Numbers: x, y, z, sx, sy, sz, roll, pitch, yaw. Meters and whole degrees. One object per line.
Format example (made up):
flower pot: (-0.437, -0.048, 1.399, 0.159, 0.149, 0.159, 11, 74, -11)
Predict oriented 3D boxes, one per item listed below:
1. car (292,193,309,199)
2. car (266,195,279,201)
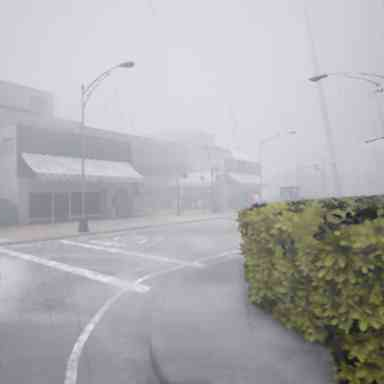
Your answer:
car: (25.158, 1.504, 78.023, 2.007, 1.523, 4.514, 0, 0, 36)
car: (18.013, 1.459, 74.552, 1.970, 1.475, 3.806, 0, 0, 36)
